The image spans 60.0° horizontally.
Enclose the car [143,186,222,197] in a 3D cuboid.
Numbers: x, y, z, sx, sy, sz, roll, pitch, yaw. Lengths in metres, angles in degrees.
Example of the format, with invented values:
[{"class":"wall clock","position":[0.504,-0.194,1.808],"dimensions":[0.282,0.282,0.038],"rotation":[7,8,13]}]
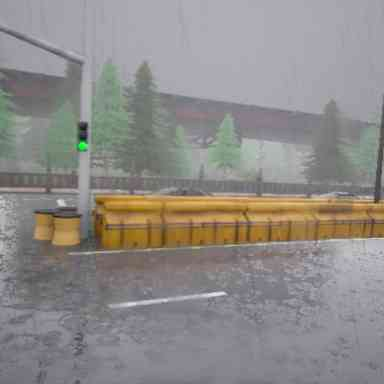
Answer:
[{"class":"car","position":[-0.853,0.503,15.088],"dimensions":[4.892,1.490,1.837],"rotation":[1,4,-24]}]

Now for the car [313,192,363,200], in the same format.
[{"class":"car","position":[8.138,0.737,19.057],"dimensions":[4.674,1.442,1.812],"rotation":[1,4,-24]}]
